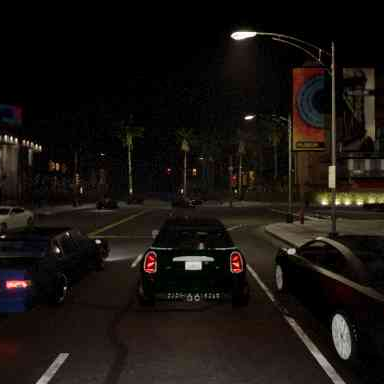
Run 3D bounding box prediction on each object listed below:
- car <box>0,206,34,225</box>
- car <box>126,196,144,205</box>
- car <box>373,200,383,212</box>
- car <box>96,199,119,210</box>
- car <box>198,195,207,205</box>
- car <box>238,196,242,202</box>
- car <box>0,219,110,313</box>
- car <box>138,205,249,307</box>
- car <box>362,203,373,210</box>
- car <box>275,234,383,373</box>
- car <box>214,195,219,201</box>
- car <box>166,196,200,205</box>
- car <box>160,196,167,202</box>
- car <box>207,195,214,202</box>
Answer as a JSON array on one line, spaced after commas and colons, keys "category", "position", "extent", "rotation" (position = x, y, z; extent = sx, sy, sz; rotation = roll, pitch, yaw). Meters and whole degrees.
[{"category": "car", "position": [-10.678, 1.529, 18.823], "extent": [1.812, 1.442, 4.674], "rotation": [0, 0, 0]}, {"category": "car", "position": [-9.921, 1.516, 58.183], "extent": [1.837, 1.490, 4.892], "rotation": [0, 0, 10]}, {"category": "car", "position": [23.008, 1.360, 36.631], "extent": [4.553, 1.767, 2.097], "rotation": [0, 0, -1]}, {"category": "car", "position": [-10.728, 1.556, 42.857], "extent": [2.033, 1.411, 5.357], "rotation": [0, 0, 0]}, {"category": "car", "position": [0.502, 1.502, 53.087], "extent": [2.128, 1.511, 4.902], "rotation": [0, 0, -7]}, {"category": "car", "position": [13.078, 1.516, 78.772], "extent": [4.892, 1.490, 1.837], "rotation": [0, 0, -40]}, {"category": "car", "position": [-3.470, 1.549, 7.928], "extent": [2.033, 1.411, 5.357], "rotation": [0, 0, 0]}, {"category": "car", "position": [0.031, 1.354, 8.148], "extent": [2.097, 1.767, 4.553], "rotation": [0, 0, 0]}, {"category": "car", "position": [23.247, 1.609, 40.137], "extent": [4.718, 1.301, 1.895], "rotation": [0, 0, -1]}, {"category": "car", "position": [2.879, 1.481, 5.811], "extent": [2.097, 1.535, 5.008], "rotation": [0, 0, -1]}, {"category": "car", "position": [4.864, 1.518, 85.524], "extent": [4.892, 1.490, 1.837], "rotation": [0, 0, -44]}, {"category": "car", "position": [-1.266, 1.573, 44.980], "extent": [1.994, 1.385, 4.181], "rotation": [0, 0, -32]}, {"category": "car", "position": [-4.908, 1.555, 73.136], "extent": [2.033, 1.411, 5.357], "rotation": [0, 0, 26]}, {"category": "car", "position": [2.067, 1.493, 71.159], "extent": [1.882, 1.535, 5.008], "rotation": [0, 0, 33]}]
